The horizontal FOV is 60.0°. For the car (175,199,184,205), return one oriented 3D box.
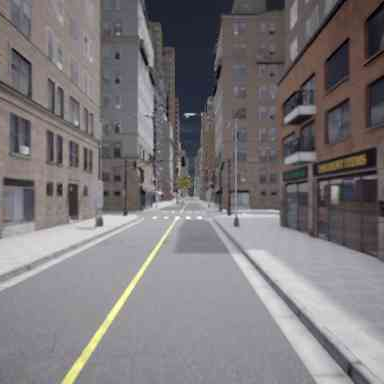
[{"bbox_3d":[-3.001,2.463,82.329,1.812,1.442,4.674,0,-1,0],"label":"car"}]
